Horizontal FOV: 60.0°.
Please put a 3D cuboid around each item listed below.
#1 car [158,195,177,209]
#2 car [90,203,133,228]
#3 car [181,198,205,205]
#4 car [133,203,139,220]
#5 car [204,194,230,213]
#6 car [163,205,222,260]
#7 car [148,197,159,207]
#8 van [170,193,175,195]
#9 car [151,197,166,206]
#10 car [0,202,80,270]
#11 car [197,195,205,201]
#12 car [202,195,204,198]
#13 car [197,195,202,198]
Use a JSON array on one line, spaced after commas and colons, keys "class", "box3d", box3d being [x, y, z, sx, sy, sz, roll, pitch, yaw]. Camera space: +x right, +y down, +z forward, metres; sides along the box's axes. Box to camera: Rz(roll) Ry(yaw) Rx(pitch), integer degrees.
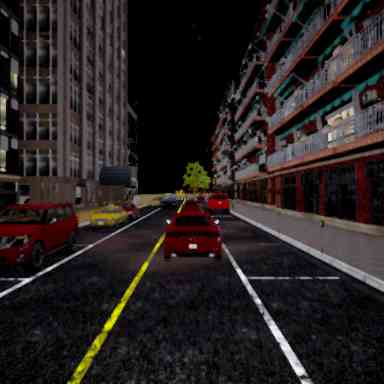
[{"class": "car", "box3d": [-3.032, 1.528, 45.993, 2.033, 1.411, 5.357, 0, 0, 0]}, {"class": "car", "box3d": [-5.408, 1.517, 22.042, 1.752, 1.417, 4.829, 0, 0, 0]}, {"class": "car", "box3d": [-0.049, 1.514, 30.510, 1.812, 1.442, 4.674, 0, 0, 0]}, {"class": "car", "box3d": [-5.432, 1.571, 27.746, 1.802, 1.307, 4.206, 0, 0, 0]}, {"class": "car", "box3d": [2.827, 1.214, 36.126, 2.150, 2.045, 5.566, 0, 0, 0]}, {"class": "car", "box3d": [0.026, 1.474, 12.450, 1.882, 1.535, 5.008, 0, 0, 0]}, {"class": "car", "box3d": [-5.525, 1.503, 49.708, 1.752, 1.417, 4.829, 0, 0, 0]}, {"class": "van", "box3d": [-5.744, 1.293, 94.140, 1.690, 1.788, 3.998, 0, 0, 0]}, {"class": "car", "box3d": [-5.550, 1.541, 55.411, 1.947, 1.339, 4.313, 0, 0, 0]}, {"class": "car", "box3d": [-5.361, 1.311, 11.146, 2.192, 1.841, 5.009, 0, 0, 0]}, {"class": "car", "box3d": [2.213, 1.510, 83.070, 2.008, 1.369, 4.403, 0, 0, 0]}, {"class": "car", "box3d": [2.803, 1.335, 43.066, 2.097, 1.767, 4.553, 0, 0, 0]}, {"class": "car", "box3d": [2.237, 1.544, 77.543, 1.802, 1.307, 4.206, 0, 0, 0]}]
